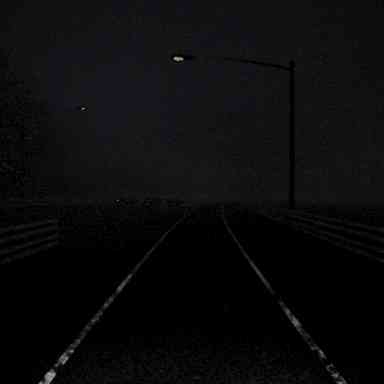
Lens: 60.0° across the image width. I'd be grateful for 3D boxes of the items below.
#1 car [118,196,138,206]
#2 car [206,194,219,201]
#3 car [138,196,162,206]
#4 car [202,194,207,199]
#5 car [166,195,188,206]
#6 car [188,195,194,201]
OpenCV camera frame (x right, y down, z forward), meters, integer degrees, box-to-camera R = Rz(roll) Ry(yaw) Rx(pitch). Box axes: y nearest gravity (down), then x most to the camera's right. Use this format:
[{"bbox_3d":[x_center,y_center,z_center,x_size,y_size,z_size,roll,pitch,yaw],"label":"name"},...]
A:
[{"bbox_3d":[-9.491,1.361,49.980,1.837,1.490,4.892,0,0,12],"label":"car"},{"bbox_3d":[5.631,1.524,83.548,1.895,1.301,4.718,0,0,15],"label":"car"},{"bbox_3d":[-5.944,1.361,49.838,1.837,1.490,4.892,0,0,12],"label":"car"},{"bbox_3d":[5.192,1.554,95.380,1.895,1.301,4.718,0,0,16],"label":"car"},{"bbox_3d":[-2.418,1.455,49.711,1.895,1.301,4.718,0,0,12],"label":"car"},{"bbox_3d":[-0.943,1.462,86.071,2.128,1.511,4.902,0,0,15],"label":"car"}]
